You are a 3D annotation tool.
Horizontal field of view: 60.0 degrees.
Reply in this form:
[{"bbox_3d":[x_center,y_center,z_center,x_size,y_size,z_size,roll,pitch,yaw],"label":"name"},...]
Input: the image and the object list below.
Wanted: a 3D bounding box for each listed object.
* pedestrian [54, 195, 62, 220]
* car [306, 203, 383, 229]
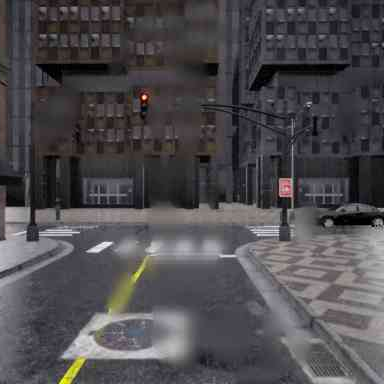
[{"bbox_3d":[-9.842,1.152,24.394,0.375,1.860,0.375,0,0,1],"label":"pedestrian"},{"bbox_3d":[9.841,1.461,21.069,5.008,1.535,1.882,0,0,-1],"label":"car"}]
